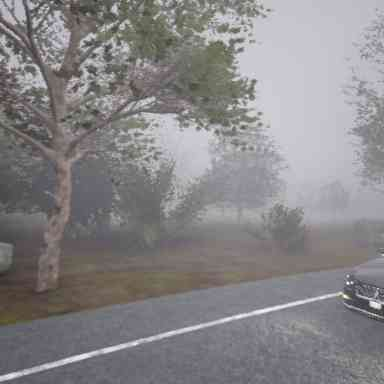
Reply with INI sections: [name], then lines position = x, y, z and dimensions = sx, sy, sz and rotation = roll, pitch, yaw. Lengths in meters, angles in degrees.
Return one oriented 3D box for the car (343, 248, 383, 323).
[car]
position = 5.018, 1.523, 6.321
dimensions = 4.892, 1.490, 1.837
rotation = 0, -1, -27
